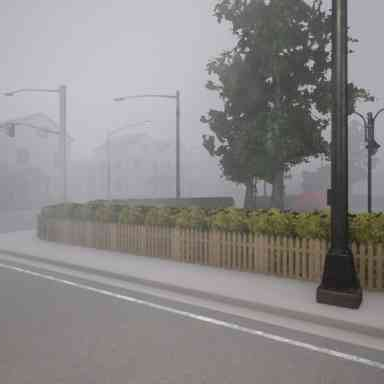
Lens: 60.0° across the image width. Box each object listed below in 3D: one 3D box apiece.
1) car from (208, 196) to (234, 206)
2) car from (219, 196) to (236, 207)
[{"bbox_3d":[4.920,1.491,55.555,2.128,1.511,4.902,0,0,35],"label":"car"},{"bbox_3d":[4.875,1.563,49.126,1.994,1.385,4.181,0,0,35],"label":"car"}]
